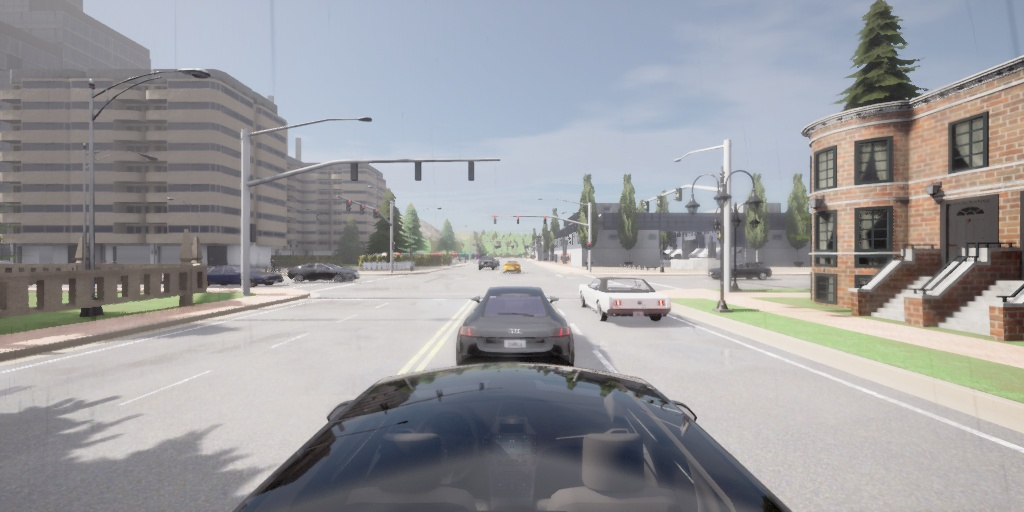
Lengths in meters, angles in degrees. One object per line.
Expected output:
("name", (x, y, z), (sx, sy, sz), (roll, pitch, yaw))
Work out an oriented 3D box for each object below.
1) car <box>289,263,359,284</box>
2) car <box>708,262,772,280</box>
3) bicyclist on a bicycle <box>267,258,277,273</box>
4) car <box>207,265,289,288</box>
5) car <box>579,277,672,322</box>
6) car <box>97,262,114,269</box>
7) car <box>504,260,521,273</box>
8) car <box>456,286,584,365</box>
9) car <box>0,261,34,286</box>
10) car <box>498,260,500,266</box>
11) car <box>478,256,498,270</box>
("car", (-13.994, 1.241, 26.750), (4.902, 1.511, 2.128), (0, 0, 0))
("car", (19.085, 1.255, 30.136), (4.892, 1.490, 1.837), (0, 0, -1))
("bicyclist on a bicycle", (-25.251, 1.052, 37.744), (0.582, 1.620, 1.656), (0, 0, 0))
("car", (-17.968, 1.297, 23.257), (5.357, 1.411, 2.033), (0, 0, 0))
("car", (3.581, 1.351, 12.346), (1.895, 1.301, 4.718), (0, 0, 0))
("car", (-30.052, 1.227, 26.765), (5.008, 1.535, 1.882), (0, 0, 0))
("car", (0.049, 1.227, 43.695), (1.882, 1.535, 5.008), (0, 0, 2))
("car", (0.063, 1.314, 7.497), (1.994, 1.385, 4.181), (0, 0, 0))
("car", (-34.018, 1.227, 23.269), (5.008, 1.535, 1.882), (0, 0, 0))
("car", (-3.570, 1.314, 61.941), (1.994, 1.385, 4.181), (0, 0, 0))
("car", (-3.591, 0.971, 51.968), (2.150, 2.045, 5.566), (0, 0, 0))
